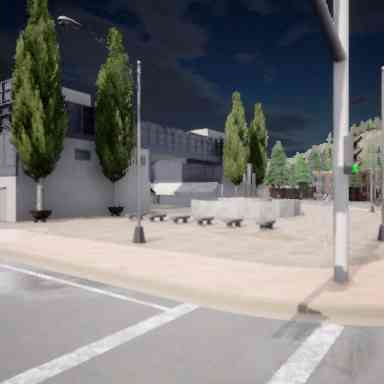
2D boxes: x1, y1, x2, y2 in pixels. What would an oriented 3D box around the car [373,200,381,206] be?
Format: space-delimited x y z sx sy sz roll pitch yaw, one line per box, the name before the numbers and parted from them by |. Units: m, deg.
car | 30.614 1.536 51.258 2.033 1.411 5.357 0 0 -14
